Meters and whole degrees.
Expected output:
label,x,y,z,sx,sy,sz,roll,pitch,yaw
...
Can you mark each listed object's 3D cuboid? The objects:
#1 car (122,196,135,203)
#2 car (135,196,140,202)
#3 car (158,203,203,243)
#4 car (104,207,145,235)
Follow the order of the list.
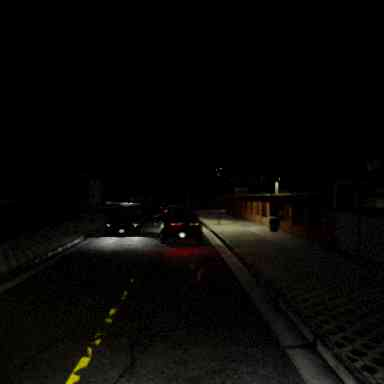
label,x,y,z,sx,sy,sz,roll,pitch,yaw
car,-15.483,1.885,78.456,2.128,1.511,4.902,0,-1,-18
car,-14.545,1.755,84.246,2.097,1.767,4.553,0,-1,-20
car,-0.554,1.516,16.131,1.837,1.490,4.892,0,0,-4
car,-3.704,1.565,19.213,2.033,1.411,5.357,0,0,-5
